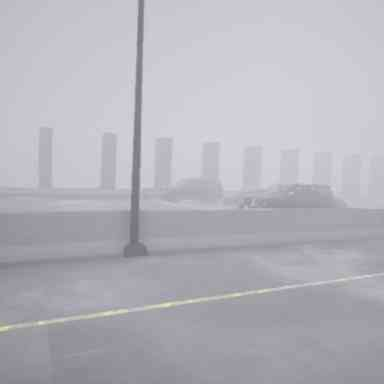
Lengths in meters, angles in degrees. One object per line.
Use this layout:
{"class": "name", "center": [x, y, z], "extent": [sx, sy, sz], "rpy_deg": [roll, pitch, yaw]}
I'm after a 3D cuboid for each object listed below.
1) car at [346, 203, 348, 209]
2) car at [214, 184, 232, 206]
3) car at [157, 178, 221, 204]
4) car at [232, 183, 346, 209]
{"class": "car", "center": [9.048, 0.744, 23.751], "extent": [4.181, 1.385, 1.994], "rpy_deg": [1, 3, -25]}
{"class": "car", "center": [4.542, 0.424, 25.583], "extent": [4.892, 1.490, 1.837], "rpy_deg": [1, 3, -25]}
{"class": "car", "center": [-0.041, -0.114, 27.220], "extent": [5.566, 2.045, 2.150], "rpy_deg": [1, 3, -24]}
{"class": "car", "center": [5.282, 0.528, 18.135], "extent": [5.566, 2.045, 2.150], "rpy_deg": [1, 3, -24]}
